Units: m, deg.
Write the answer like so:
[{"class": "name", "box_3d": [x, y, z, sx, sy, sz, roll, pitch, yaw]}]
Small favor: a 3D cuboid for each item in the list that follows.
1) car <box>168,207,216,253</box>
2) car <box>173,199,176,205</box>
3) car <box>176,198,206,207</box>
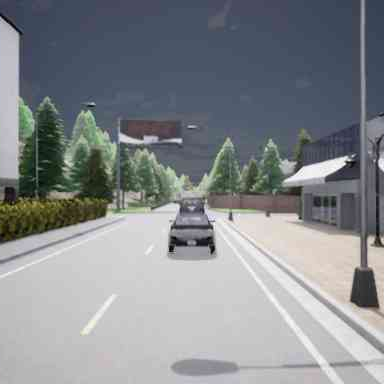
[{"class": "car", "box_3d": [0.007, 1.628, 14.299, 2.128, 1.511, 4.902, 0, 0, 0]}, {"class": "car", "box_3d": [-3.493, 2.302, 80.998, 2.033, 1.411, 5.357, 0, -1, 0]}, {"class": "car", "box_3d": [0.020, 1.491, 29.057, 2.150, 2.045, 5.566, 0, 0, 1]}]
